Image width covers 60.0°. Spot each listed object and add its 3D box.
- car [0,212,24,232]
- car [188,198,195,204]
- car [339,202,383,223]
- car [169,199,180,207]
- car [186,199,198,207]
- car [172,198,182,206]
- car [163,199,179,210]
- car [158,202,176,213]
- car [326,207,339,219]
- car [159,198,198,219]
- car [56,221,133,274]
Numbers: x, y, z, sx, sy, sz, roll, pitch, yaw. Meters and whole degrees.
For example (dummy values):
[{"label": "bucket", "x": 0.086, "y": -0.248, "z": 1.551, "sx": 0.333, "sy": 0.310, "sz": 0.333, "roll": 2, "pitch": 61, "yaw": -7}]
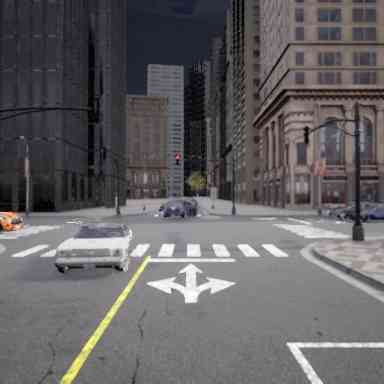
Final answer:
[{"label": "car", "x": -12.477, "y": 1.486, "z": 19.601, "sx": 4.553, "sy": 1.767, "sz": 2.097, "roll": 0, "pitch": -1, "yaw": 0}, {"label": "car", "x": -0.192, "y": 2.247, "z": 83.678, "sx": 1.812, "sy": 1.442, "sz": 4.674, "roll": 0, "pitch": -1, "yaw": 0}, {"label": "car", "x": 15.032, "y": 1.686, "z": 26.394, "sx": 5.357, "sy": 1.411, "sz": 2.033, "roll": 0, "pitch": -1, "yaw": 0}, {"label": "car", "x": -3.181, "y": 2.005, "z": 61.346, "sx": 1.837, "sy": 1.490, "sz": 4.892, "roll": 0, "pitch": -1, "yaw": 0}, {"label": "car", "x": -0.020, "y": 1.989, "z": 61.187, "sx": 2.128, "sy": 1.511, "sz": 4.902, "roll": 0, "pitch": -1, "yaw": 0}, {"label": "car", "x": -3.153, "y": 2.072, "z": 71.494, "sx": 1.882, "sy": 1.535, "sz": 5.008, "roll": 0, "pitch": -1, "yaw": 0}, {"label": "car", "x": -3.175, "y": 1.904, "z": 51.935, "sx": 2.128, "sy": 1.511, "sz": 4.902, "roll": 0, "pitch": -1, "yaw": 0}, {"label": "car", "x": -3.149, "y": 1.930, "z": 42.539, "sx": 1.895, "sy": 1.301, "sz": 4.718, "roll": 0, "pitch": -1, "yaw": 0}, {"label": "car", "x": 14.557, "y": 1.678, "z": 29.691, "sx": 4.902, "sy": 1.511, "sz": 2.128, "roll": 0, "pitch": -1, "yaw": -2}, {"label": "car", "x": -0.992, "y": 1.592, "z": 32.282, "sx": 2.097, "sy": 1.767, "sz": 4.553, "roll": 0, "pitch": -1, "yaw": 20}, {"label": "car", "x": -3.001, "y": 1.671, "z": 11.026, "sx": 1.895, "sy": 1.301, "sz": 4.718, "roll": 0, "pitch": 0, "yaw": -8}]
